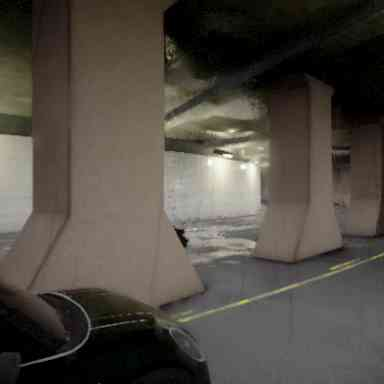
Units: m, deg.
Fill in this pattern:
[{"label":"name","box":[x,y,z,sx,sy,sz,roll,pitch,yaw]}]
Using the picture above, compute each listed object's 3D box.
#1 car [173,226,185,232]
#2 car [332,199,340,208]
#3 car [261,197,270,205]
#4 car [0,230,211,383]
[{"label":"car","box":[-2.620,1.582,10.984,5.357,1.411,2.033,0,0,-39]},{"label":"car","box":[19.107,1.610,46.934,1.895,1.301,4.718,0,0,0]},{"label":"car","box":[12.594,1.611,60.366,2.033,1.411,5.357,0,0,-25]},{"label":"car","box":[-2.027,1.367,2.531,4.553,1.767,2.097,0,0,-35]}]
